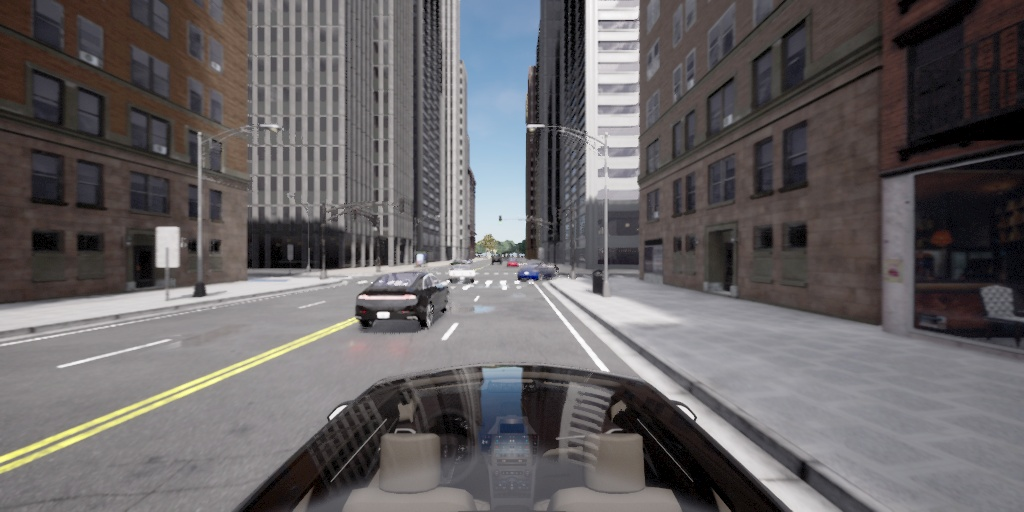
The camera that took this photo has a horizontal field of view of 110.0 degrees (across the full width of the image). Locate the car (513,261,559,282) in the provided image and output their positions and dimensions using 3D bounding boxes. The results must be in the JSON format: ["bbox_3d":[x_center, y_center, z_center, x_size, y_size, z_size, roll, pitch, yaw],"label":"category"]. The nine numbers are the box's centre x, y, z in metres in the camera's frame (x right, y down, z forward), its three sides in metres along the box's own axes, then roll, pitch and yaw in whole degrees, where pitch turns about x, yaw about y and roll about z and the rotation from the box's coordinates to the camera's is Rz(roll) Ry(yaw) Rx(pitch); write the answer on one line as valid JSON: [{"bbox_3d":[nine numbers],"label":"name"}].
[{"bbox_3d":[2.183,1.284,29.253,1.994,1.385,4.181,0,0,32],"label":"car"}]

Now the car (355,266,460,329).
[{"bbox_3d":[-3.157,1.234,11.226,2.128,1.511,4.902,0,0,0],"label":"car"}]

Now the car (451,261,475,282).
[{"bbox_3d":[-4.055,1.321,27.934,1.895,1.301,4.718,0,0,-13],"label":"car"}]

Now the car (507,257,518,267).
[{"bbox_3d":[0.062,1.231,64.216,1.994,1.385,4.181,0,0,0],"label":"car"}]
